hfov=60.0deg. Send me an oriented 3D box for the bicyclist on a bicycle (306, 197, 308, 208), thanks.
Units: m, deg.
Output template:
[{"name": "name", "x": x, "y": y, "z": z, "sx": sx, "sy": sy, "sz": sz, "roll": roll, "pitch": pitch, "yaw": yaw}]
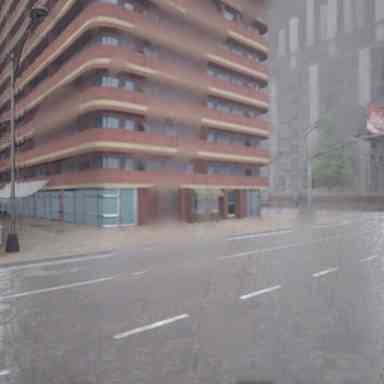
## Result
[{"name": "bicyclist on a bicycle", "x": 18.029, "y": 1.606, "z": 51.424, "sx": 1.656, "sy": 1.620, "sz": 0.582, "roll": 0, "pitch": 0, "yaw": -41}]
